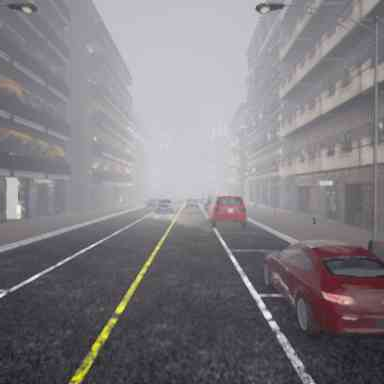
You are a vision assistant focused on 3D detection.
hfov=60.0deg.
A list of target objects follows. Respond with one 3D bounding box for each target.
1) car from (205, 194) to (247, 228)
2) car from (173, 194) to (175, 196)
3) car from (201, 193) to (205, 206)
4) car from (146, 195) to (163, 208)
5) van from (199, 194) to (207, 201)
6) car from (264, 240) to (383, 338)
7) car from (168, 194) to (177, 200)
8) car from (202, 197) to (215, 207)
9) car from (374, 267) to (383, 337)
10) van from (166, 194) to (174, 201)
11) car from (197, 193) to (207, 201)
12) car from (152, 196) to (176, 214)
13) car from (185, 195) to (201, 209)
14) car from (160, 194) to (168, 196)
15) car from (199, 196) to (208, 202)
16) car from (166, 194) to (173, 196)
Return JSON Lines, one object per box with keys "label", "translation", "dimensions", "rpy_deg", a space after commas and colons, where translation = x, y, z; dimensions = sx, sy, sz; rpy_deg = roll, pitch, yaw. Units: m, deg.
{"label": "car", "translation": [2.268, 1.208, 22.118], "dimensions": [2.150, 2.045, 5.566], "rpy_deg": [0, 0, 0]}
{"label": "car", "translation": [-5.329, 1.467, 74.277], "dimensions": [1.752, 1.417, 4.829], "rpy_deg": [-1, 0, 0]}
{"label": "car", "translation": [2.550, 1.280, 40.423], "dimensions": [2.192, 1.841, 5.009], "rpy_deg": [-1, 0, 0]}
{"label": "car", "translation": [-5.327, 1.505, 46.191], "dimensions": [1.887, 1.381, 4.507], "rpy_deg": [-1, 0, 0]}
{"label": "van", "translation": [2.548, 1.279, 80.074], "dimensions": [1.690, 1.788, 3.998], "rpy_deg": [-1, 0, 0]}
{"label": "car", "translation": [2.556, 1.576, 6.438], "dimensions": [1.802, 1.307, 4.206], "rpy_deg": [-1, 0, 0]}
{"label": "car", "translation": [-5.331, 1.371, 91.401], "dimensions": [1.967, 1.590, 4.097], "rpy_deg": [-1, 0, 0]}
{"label": "car", "translation": [2.553, 1.539, 51.752], "dimensions": [1.802, 1.307, 4.206], "rpy_deg": [-1, 0, 0]}
{"label": "car", "translation": [2.559, 1.440, 0.773], "dimensions": [1.967, 1.590, 4.097], "rpy_deg": [-1, 0, 0]}
{"label": "van", "translation": [-5.332, 1.279, 80.099], "dimensions": [1.690, 1.788, 3.998], "rpy_deg": [-1, 0, 0]}
{"label": "car", "translation": [2.548, 1.249, 85.738], "dimensions": [2.192, 1.841, 5.009], "rpy_deg": [-1, 0, 0]}
{"label": "car", "translation": [-2.846, 1.473, 35.653], "dimensions": [1.837, 1.490, 4.892], "rpy_deg": [0, 0, 0]}
{"label": "car", "translation": [0.033, 1.510, 44.068], "dimensions": [2.033, 1.411, 5.357], "rpy_deg": [0, 0, 1]}
{"label": "car", "translation": [-5.327, 1.501, 51.842], "dimensions": [1.887, 1.381, 4.507], "rpy_deg": [-1, 0, 0]}
{"label": "car", "translation": [2.552, 1.524, 74.409], "dimensions": [1.802, 1.307, 4.206], "rpy_deg": [-1, 0, 0]}
{"label": "car", "translation": [-5.331, 1.264, 63.144], "dimensions": [2.192, 1.841, 5.009], "rpy_deg": [-1, 0, 0]}
